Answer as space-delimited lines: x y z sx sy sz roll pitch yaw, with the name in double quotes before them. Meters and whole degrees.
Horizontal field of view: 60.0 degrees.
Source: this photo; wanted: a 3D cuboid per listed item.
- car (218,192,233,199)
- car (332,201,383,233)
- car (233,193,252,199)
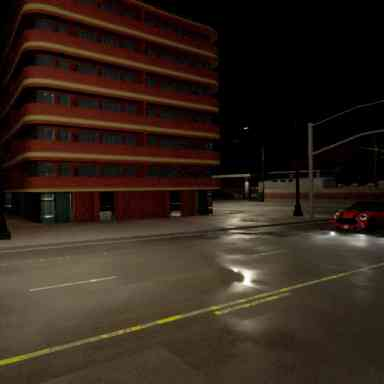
"car" 8.961 0.933 86.199 4.611 1.667 2.242 -1 1 -35
"car" 10.432 1.355 19.894 4.553 1.767 2.097 0 0 -35
"car" 12.932 1.065 81.976 3.806 1.475 1.970 -1 1 -35
